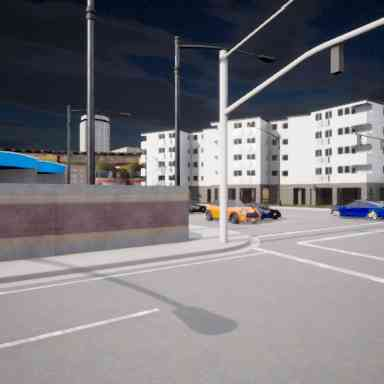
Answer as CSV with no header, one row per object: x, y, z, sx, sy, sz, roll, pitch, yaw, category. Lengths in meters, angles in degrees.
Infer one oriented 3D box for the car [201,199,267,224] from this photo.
3.012,1.352,24.899,2.097,1.767,4.553,0,0,-33,car

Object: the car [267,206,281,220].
5.334,1.564,27.659,1.994,1.385,4.181,0,0,-35,car

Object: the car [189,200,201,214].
-0.135,1.564,35.045,1.994,1.385,4.181,0,0,-40,car

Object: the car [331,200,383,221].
14.086,1.476,27.702,1.882,1.535,5.008,0,0,-34,car
